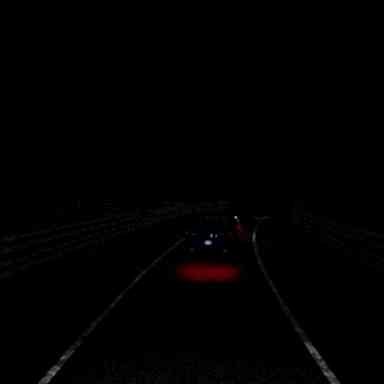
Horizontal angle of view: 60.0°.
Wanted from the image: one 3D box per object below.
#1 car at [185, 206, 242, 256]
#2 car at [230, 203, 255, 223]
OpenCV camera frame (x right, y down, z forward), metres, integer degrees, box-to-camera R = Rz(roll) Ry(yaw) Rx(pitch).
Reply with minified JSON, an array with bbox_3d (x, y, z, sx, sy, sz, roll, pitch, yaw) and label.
[{"bbox_3d":[0.956,1.596,13.901,1.882,1.535,5.008,-1,0,9],"label":"car"},{"bbox_3d":[3.995,1.653,27.522,1.837,1.490,4.892,-1,0,18],"label":"car"}]
